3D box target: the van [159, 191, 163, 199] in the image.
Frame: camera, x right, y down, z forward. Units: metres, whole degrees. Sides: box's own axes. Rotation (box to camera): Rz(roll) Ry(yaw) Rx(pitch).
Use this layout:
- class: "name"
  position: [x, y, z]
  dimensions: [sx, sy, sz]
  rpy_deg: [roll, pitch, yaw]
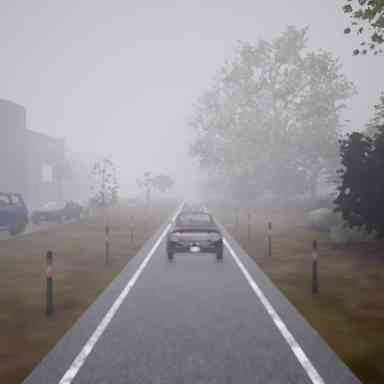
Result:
- class: "van"
  position: [-9.090, 0.897, 83.611]
  dimensions: [1.878, 1.987, 4.442]
  rpy_deg: [0, 0, 2]

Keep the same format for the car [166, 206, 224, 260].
- class: "car"
  position: [0.086, 1.495, 12.362]
  dimensions: [2.128, 1.511, 4.902]
  rpy_deg: [0, 0, 0]

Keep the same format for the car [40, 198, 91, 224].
- class: "car"
  position: [-8.999, 1.277, 22.732]
  dimensions: [2.097, 1.535, 5.008]
  rpy_deg: [0, 0, 2]

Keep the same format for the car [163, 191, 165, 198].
- class: "car"
  position: [-9.093, 1.090, 89.297]
  dimensions: [2.231, 1.521, 4.892]
  rpy_deg: [0, -1, -2]

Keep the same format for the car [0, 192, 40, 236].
- class: "car"
  position: [-8.987, 1.026, 13.779]
  dimensions: [2.435, 2.045, 5.566]
  rpy_deg: [0, 0, 2]

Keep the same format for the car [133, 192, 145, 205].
- class: "car"
  position: [-9.038, 1.194, 50.464]
  dimensions: [2.097, 1.535, 5.008]
  rpy_deg: [0, 0, 2]

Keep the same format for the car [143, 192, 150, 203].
- class: "car"
  position: [-9.047, 1.165, 56.012]
  dimensions: [2.097, 1.535, 5.008]
  rpy_deg: [0, 0, 2]

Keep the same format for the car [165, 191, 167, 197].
- class: "car"
  position: [-9.100, 1.109, 94.808]
  dimensions: [2.163, 1.488, 4.792]
  rpy_deg: [0, -1, -2]

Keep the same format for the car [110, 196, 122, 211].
- class: "car"
  position: [-9.015, 1.261, 33.830]
  dimensions: [2.097, 1.535, 5.008]
  rpy_deg: [0, 0, 2]

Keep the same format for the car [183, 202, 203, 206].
- class: "car"
  position: [0.086, 1.554, 31.188]
  dimensions: [1.895, 1.301, 4.718]
  rpy_deg: [0, 0, 0]

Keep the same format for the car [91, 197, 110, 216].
- class: "car"
  position: [-9.007, 1.280, 28.274]
  dimensions: [2.231, 1.521, 4.892]
  rpy_deg: [0, 1, 2]

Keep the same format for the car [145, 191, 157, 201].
- class: "car"
  position: [-9.060, 0.919, 65.895]
  dimensions: [2.435, 2.045, 5.566]
  rpy_deg: [0, 0, 1]

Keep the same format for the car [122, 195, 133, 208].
- class: "car"
  position: [-9.031, 1.224, 40.211]
  dimensions: [1.946, 1.575, 5.366]
  rpy_deg: [0, 0, 2]

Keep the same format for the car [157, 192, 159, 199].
- class: "car"
  position: [-9.070, 1.183, 72.641]
  dimensions: [2.002, 1.452, 4.674]
  rpy_deg: [0, 0, 0]
